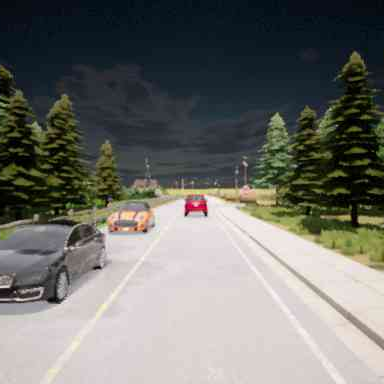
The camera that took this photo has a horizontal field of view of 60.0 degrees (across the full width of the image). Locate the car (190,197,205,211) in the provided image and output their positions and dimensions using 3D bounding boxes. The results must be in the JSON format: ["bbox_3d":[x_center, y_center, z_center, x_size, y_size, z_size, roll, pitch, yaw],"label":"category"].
[{"bbox_3d":[0.747,1.499,43.515,1.882,1.535,5.008,0,0,3],"label":"car"}]

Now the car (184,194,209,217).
[{"bbox_3d":[0.405,1.235,31.920,2.150,2.045,5.566,0,0,1],"label":"car"}]

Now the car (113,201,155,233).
[{"bbox_3d":[-3.426,1.354,19.597,2.097,1.767,4.553,0,0,0],"label":"car"}]

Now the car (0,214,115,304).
[{"bbox_3d":[-3.516,1.502,8.267,1.837,1.490,4.892,0,-1,1],"label":"car"}]
